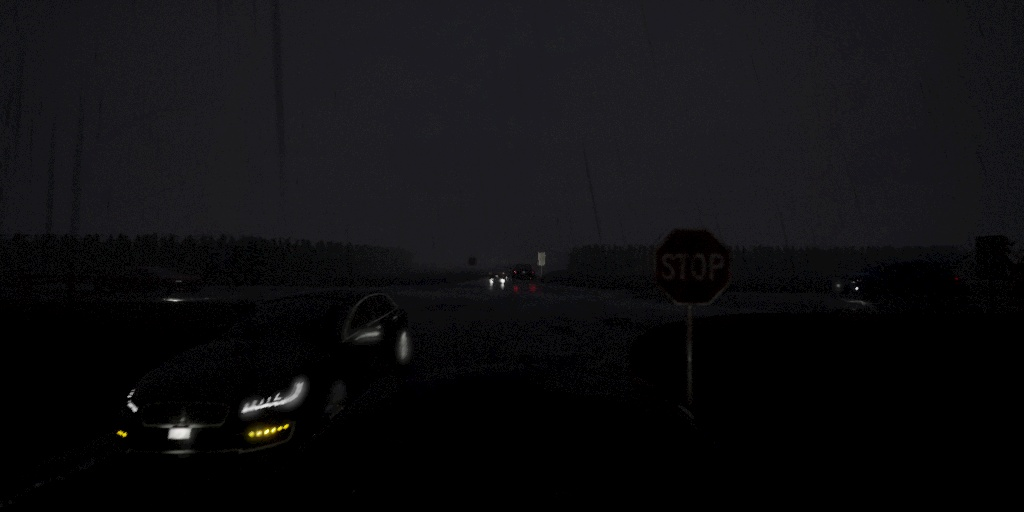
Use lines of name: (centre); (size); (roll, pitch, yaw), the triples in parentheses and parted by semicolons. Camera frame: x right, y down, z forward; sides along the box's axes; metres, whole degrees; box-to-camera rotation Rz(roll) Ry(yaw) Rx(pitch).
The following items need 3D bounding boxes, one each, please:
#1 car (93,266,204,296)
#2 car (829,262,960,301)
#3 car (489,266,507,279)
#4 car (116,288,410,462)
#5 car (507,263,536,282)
car: (-19.596, 1.318, 19.471); (5.008, 1.535, 1.882); (0, -1, 3)
car: (21.418, 1.354, 20.242); (5.566, 2.045, 2.150); (0, -1, 5)
car: (-1.355, 1.808, 41.045); (2.033, 1.411, 5.357); (0, -1, 6)
car: (-2.927, 1.302, 5.511); (1.837, 1.490, 4.892); (1, -1, -2)
car: (0.938, 1.520, 34.151); (2.097, 1.767, 4.553); (0, -1, -4)
